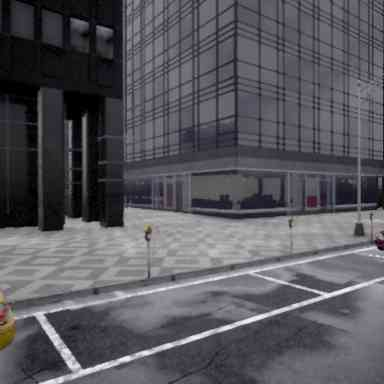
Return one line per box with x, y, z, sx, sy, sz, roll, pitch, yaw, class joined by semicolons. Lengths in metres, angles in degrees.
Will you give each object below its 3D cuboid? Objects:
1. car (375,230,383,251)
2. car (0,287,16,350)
8.827;1.582;12.947;4.206;1.307;1.802;0;0;-35;car
-4.564;1.526;3.396;4.829;1.417;1.752;0;0;-35;car
